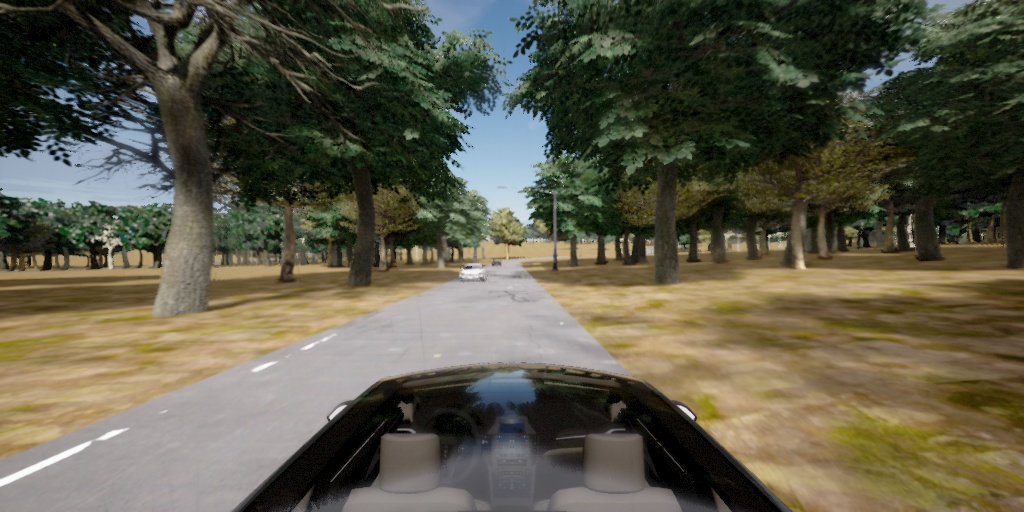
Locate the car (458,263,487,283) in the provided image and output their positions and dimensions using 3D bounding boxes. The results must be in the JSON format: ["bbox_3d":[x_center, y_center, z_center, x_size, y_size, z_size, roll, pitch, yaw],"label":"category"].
[{"bbox_3d":[-3.105,1.328,29.057,1.812,1.442,4.674,0,0,0],"label":"car"}]
